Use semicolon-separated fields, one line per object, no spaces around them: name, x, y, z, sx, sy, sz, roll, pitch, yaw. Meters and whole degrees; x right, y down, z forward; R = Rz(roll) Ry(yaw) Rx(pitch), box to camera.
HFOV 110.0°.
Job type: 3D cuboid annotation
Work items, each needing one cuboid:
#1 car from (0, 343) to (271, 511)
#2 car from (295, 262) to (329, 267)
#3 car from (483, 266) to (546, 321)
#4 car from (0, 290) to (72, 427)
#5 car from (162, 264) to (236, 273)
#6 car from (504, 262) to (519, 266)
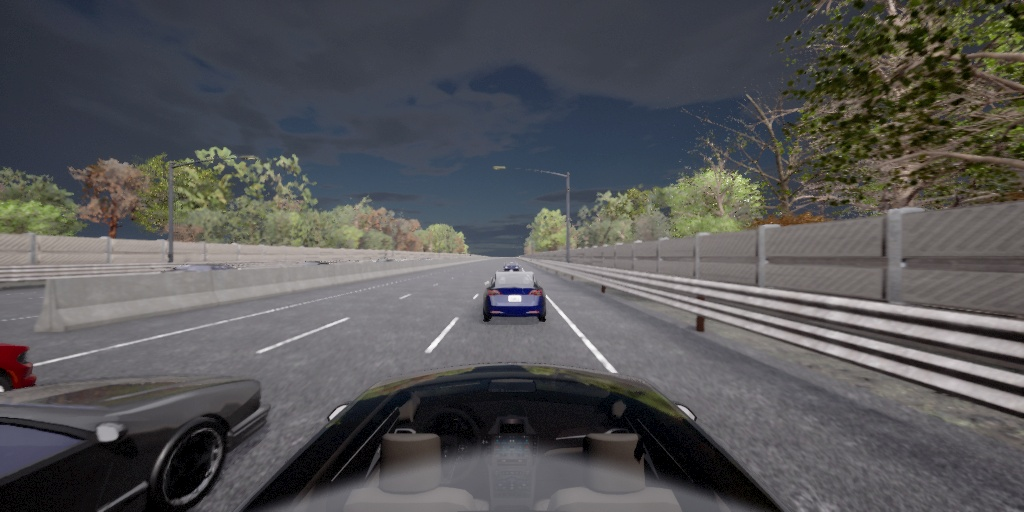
car;-3.404;1.298;1.188;2.033;1.411;5.357;0;0;0
car;-17.680;1.264;31.694;1.837;1.490;4.892;0;0;0
car;0.076;1.256;12.552;2.163;1.488;4.792;0;0;0
car;-6.905;1.229;2.350;1.882;1.535;5.008;0;0;0
car;-21.164;1.306;25.026;2.033;1.411;5.357;0;0;0
car;-0.023;1.359;43.405;1.895;1.301;4.718;0;0;0
